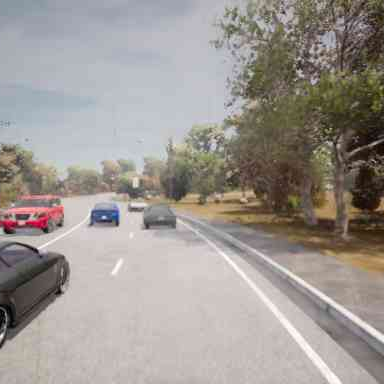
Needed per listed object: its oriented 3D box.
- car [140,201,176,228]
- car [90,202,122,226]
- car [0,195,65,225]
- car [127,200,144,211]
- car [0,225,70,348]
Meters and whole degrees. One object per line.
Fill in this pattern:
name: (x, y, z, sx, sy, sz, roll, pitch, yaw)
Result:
car: (-2.211, 1.540, 21.950, 1.994, 1.385, 4.181, 0, 0, -11)
car: (-6.080, 1.460, 23.625, 1.882, 1.535, 5.008, 0, 0, -11)
car: (-8.886, 1.219, 19.217, 2.150, 2.045, 5.566, 0, 0, -9)
car: (-6.590, 1.562, 39.668, 1.895, 1.301, 4.718, 0, 0, -17)
car: (-3.737, 1.567, 6.042, 1.994, 1.385, 4.181, 0, 0, -3)
